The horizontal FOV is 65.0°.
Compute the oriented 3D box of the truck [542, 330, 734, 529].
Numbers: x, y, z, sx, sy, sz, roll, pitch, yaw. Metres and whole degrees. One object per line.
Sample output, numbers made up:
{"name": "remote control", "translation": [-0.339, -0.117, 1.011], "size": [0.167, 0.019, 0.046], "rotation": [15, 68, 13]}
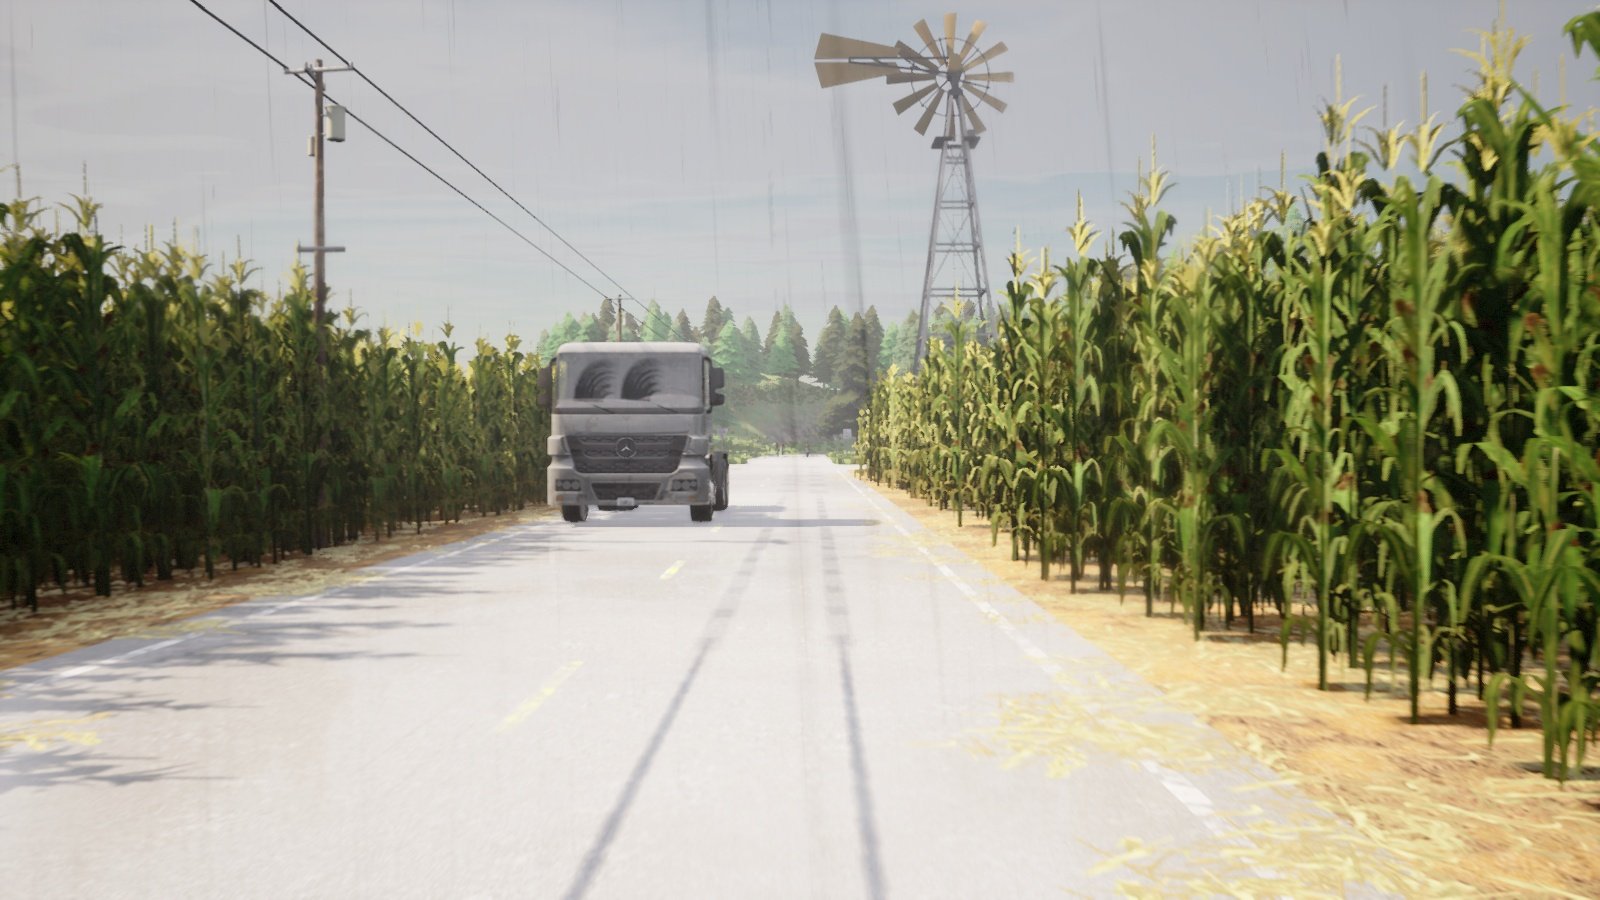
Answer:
{"name": "truck", "translation": [-3.035, -0.384, 25.857], "size": [2.891, 3.462, 7.936], "rotation": [0, 0, 0]}
